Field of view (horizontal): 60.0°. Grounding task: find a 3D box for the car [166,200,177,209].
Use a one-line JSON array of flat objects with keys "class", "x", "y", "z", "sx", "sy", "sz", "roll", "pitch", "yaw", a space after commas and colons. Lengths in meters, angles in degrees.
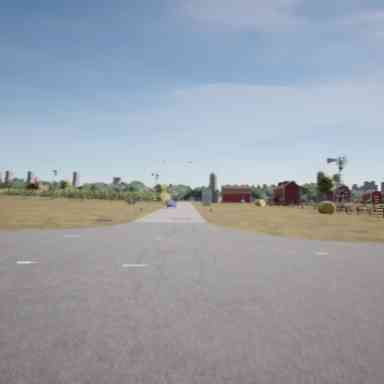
[{"class": "car", "x": -3.941, "y": 2.351, "z": 64.513, "sx": 1.882, "sy": 1.535, "sz": 5.008, "roll": 1, "pitch": -1, "yaw": -1}]
